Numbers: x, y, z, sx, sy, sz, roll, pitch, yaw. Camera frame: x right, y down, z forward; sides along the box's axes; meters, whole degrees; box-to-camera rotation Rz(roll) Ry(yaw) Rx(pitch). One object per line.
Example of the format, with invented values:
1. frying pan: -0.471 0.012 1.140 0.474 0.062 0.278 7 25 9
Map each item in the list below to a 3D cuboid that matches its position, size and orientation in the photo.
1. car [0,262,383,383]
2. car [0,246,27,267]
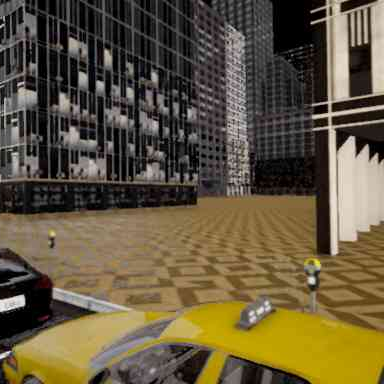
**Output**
1. car: 0.271 1.535 2.691 4.829 1.417 1.752 -1 -1 36
2. car: -4.213 1.617 5.893 4.313 1.339 1.947 -1 -1 36
